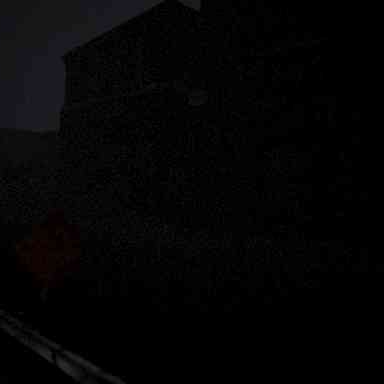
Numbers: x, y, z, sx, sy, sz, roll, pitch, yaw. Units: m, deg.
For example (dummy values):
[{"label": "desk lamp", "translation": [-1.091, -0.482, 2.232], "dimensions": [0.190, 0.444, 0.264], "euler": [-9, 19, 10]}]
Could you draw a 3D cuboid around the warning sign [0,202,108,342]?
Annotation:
[{"label": "warning sign", "translation": [-2.379, 1.203, 5.508], "dimensions": [1.060, 1.860, 1.300], "euler": [7, -2, 42]}]
